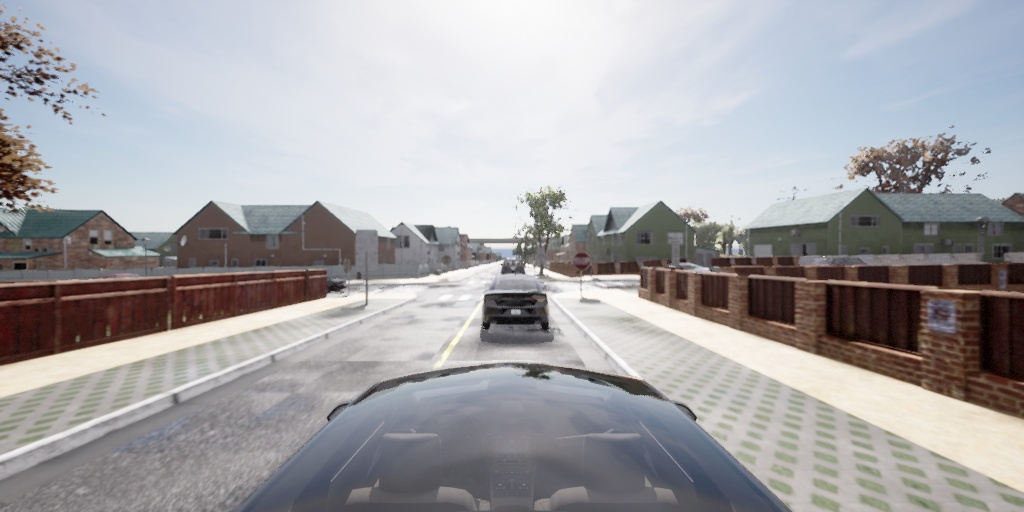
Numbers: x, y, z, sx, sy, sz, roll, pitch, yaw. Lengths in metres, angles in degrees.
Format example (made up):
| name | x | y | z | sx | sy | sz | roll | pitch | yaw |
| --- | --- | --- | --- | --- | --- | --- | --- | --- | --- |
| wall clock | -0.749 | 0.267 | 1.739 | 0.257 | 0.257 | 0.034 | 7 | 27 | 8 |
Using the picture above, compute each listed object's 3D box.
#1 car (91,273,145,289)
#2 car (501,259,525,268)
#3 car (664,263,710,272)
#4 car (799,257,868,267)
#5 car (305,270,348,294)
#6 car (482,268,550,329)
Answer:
| name | x | y | z | sx | sy | sz | roll | pitch | yaw |
| --- | --- | --- | --- | --- | --- | --- | --- | --- | --- |
| car | -24.923 | 1.873 | 23.102 | 5.008 | 1.535 | 1.882 | -1 | 1 | 0 |
| car | 0.096 | 1.284 | 34.646 | 2.150 | 2.045 | 5.566 | 0 | -1 | 0 |
| car | 12.038 | 1.232 | 26.259 | 4.674 | 1.442 | 1.812 | -1 | 1 | 0 |
| car | 23.386 | 0.859 | 26.325 | 4.553 | 1.767 | 2.097 | -1 | 1 | 0 |
| car | -13.278 | 1.676 | 23.167 | 5.008 | 1.535 | 1.882 | -1 | 1 | 0 |
| car | 0.100 | 1.323 | 11.759 | 1.882 | 1.535 | 5.008 | 0 | -1 | 0 |
